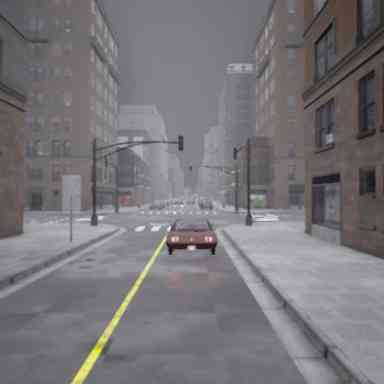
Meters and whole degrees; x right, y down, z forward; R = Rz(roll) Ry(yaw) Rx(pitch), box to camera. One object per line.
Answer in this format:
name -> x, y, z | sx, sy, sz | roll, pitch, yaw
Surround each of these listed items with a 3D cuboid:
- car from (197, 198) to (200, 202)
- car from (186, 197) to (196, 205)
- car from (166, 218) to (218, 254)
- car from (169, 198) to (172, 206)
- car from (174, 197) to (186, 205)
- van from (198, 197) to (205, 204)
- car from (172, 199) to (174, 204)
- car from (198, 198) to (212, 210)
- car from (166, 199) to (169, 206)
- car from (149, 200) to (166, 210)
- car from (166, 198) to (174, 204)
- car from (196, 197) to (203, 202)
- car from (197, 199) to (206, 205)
car -> 2.319, 2.263, 64.078 | 1.802, 1.307, 4.206 | 0, -1, 0
car -> -0.308, 2.407, 79.370 | 1.994, 1.385, 4.181 | 0, -1, 0
car -> -0.002, 1.738, 14.114 | 1.895, 1.301, 4.718 | 0, -1, 0
car -> -5.702, 2.329, 69.593 | 1.802, 1.307, 4.206 | 0, -1, 0
car -> -3.059, 2.315, 77.101 | 1.882, 1.535, 5.008 | 0, -1, 0
van -> 2.334, 2.289, 86.122 | 1.690, 1.788, 3.998 | 0, -1, 0
car -> -5.698, 2.364, 75.104 | 2.008, 1.369, 4.403 | 0, -1, 0
car -> 2.312, 2.121, 53.056 | 1.947, 1.339, 4.313 | 0, -1, 0
car -> -5.709, 2.059, 58.574 | 1.967, 1.590, 4.097 | 0, -1, 0
car -> -5.713, 1.996, 53.064 | 1.967, 1.590, 4.097 | 0, -1, 0
car -> -5.691, 2.388, 86.126 | 1.967, 1.590, 4.097 | 0, -1, 0
car -> 2.323, 2.312, 69.588 | 1.947, 1.339, 4.313 | 0, -1, 0
car -> 2.330, 2.430, 80.609 | 2.008, 1.369, 4.403 | 0, -1, 0
